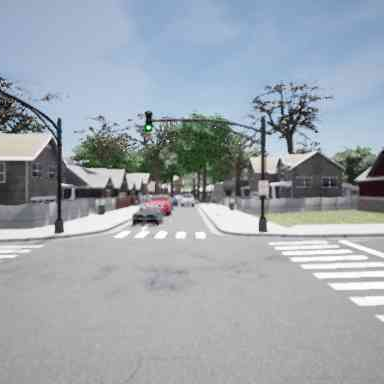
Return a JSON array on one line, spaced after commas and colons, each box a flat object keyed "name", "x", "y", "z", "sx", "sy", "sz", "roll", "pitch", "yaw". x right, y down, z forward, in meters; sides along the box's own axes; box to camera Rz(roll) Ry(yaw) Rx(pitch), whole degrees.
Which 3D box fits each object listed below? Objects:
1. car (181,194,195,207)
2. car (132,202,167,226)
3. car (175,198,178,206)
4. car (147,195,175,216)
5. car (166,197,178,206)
[{"name": "car", "x": -0.697, "y": 1.420, "z": 55.606, "sx": 2.150, "sy": 2.045, "sz": 5.566, "roll": 0, "pitch": 0, "yaw": -1}, {"name": "car", "x": -3.175, "y": 1.670, "z": 24.382, "sx": 1.895, "sy": 1.301, "sz": 4.718, "roll": 0, "pitch": 0, "yaw": -1}, {"name": "car", "x": -3.408, "y": 1.636, "z": 44.516, "sx": 2.128, "sy": 1.511, "sz": 4.902, "roll": 0, "pitch": 0, "yaw": -1}, {"name": "car", "x": -3.285, "y": 1.327, "z": 34.283, "sx": 2.150, "sy": 2.045, "sz": 5.566, "roll": 0, "pitch": 0, "yaw": 0}, {"name": "car", "x": -3.501, "y": 1.685, "z": 59.531, "sx": 1.882, "sy": 1.535, "sz": 5.008, "roll": 0, "pitch": -1, "yaw": 0}]
